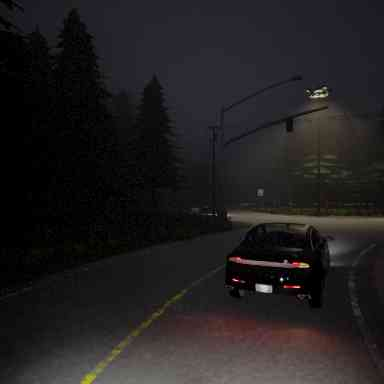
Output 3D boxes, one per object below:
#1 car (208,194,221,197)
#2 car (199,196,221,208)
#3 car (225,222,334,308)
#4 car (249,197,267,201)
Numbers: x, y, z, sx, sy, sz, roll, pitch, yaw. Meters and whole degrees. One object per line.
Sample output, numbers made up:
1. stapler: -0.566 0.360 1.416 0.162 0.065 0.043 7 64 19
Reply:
1. car: 3.422 1.250 50.162 2.150 2.045 5.566 0 0 23
2. car: 1.924 1.532 37.195 1.837 1.490 4.892 0 0 -6
3. car: 2.277 1.492 8.093 2.128 1.511 4.902 0 0 24
4. car: 12.718 1.591 64.000 1.994 1.385 4.181 0 0 41
